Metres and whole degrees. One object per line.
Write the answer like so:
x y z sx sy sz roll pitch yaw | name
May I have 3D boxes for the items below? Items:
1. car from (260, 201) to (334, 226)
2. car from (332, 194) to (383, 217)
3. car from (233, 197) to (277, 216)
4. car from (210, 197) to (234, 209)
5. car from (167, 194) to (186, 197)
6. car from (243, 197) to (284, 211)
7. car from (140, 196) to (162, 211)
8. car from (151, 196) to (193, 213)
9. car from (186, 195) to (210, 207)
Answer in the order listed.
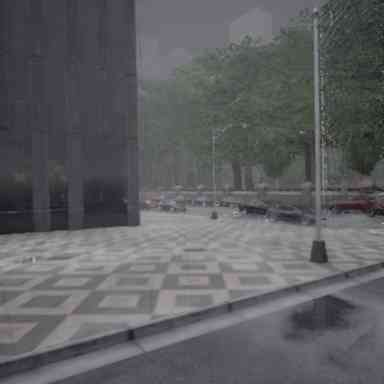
7.196 1.539 23.203 1.947 1.339 4.313 -2 1 -35 | car
14.152 1.084 28.117 2.192 1.841 5.009 -2 1 -35 | car
6.279 1.398 29.295 1.882 1.535 5.008 -2 1 -35 | car
4.727 1.316 41.500 2.008 1.369 4.403 -2 1 -35 | car
-1.562 1.204 50.419 1.967 1.590 4.097 -2 1 -35 | car
7.871 1.332 37.040 1.947 1.339 4.313 -2 1 -35 | car
-5.378 1.550 41.045 1.802 1.307 4.206 -2 1 -35 | car
-2.235 1.520 36.584 2.008 1.369 4.403 -2 1 -35 | car
1.583 1.315 45.960 2.008 1.369 4.403 -2 1 -35 | car
